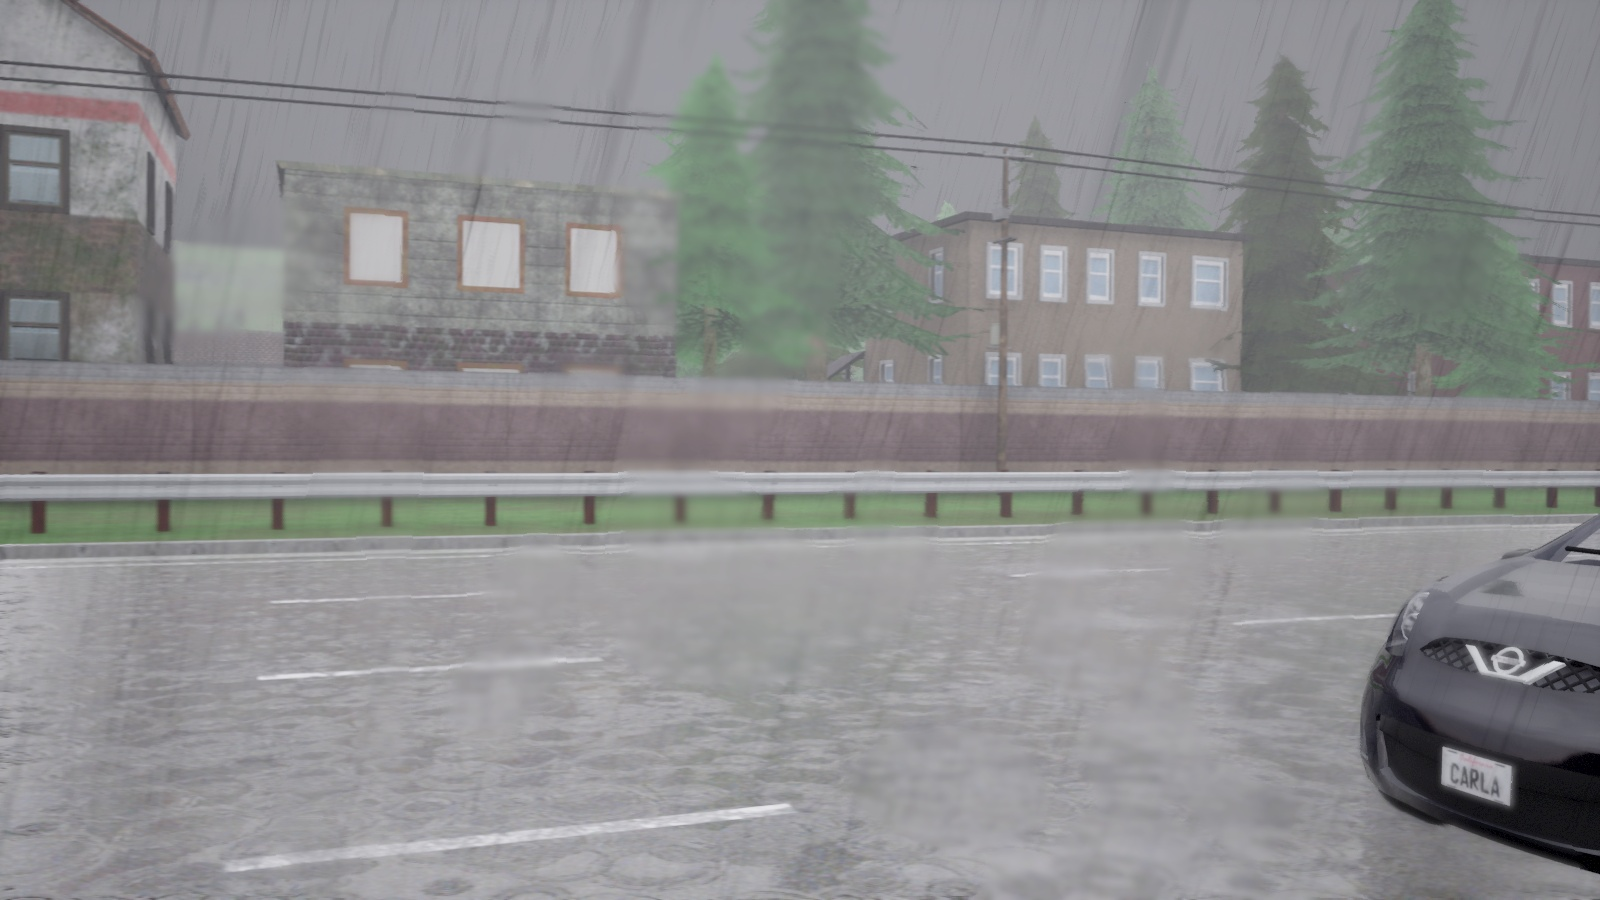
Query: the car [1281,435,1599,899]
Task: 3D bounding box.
[{"bbox_3d":[3.922,0.693,4.728,3.633,1.501,1.845,-1,1,-21],"label":"car"}]
